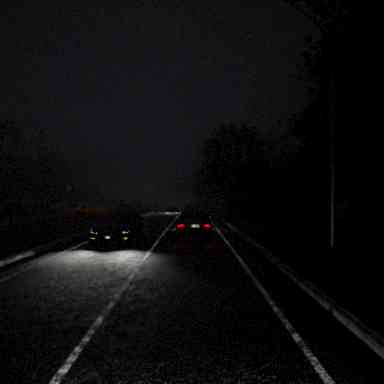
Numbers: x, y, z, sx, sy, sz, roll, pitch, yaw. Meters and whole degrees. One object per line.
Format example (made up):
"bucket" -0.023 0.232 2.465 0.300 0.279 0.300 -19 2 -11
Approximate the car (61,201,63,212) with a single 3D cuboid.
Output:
"car" -23.409 2.584 54.005 5.008 1.535 2.097 0 -2 0

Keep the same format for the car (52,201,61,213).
"car" -23.383 2.359 51.366 4.553 1.767 2.185 0 -2 0

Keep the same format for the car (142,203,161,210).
"car" -10.292 3.797 84.428 4.553 1.767 2.185 0 -3 0

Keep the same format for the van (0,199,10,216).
"van" -23.537 1.759 37.410 4.442 1.987 1.878 0 -2 0

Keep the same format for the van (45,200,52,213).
"van" -23.533 2.155 48.603 4.442 1.987 1.878 0 -2 0

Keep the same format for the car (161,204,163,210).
"car" -10.318 3.773 81.649 5.008 1.535 2.097 0 -3 0

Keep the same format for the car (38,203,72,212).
"car" -23.408 2.693 56.899 5.008 1.535 2.097 0 -2 0

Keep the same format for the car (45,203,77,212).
"car" -23.406 2.798 59.668 4.892 1.521 2.231 0 -2 0

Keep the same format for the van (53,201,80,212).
"van" -23.528 2.676 62.444 4.442 1.987 1.878 0 -2 0

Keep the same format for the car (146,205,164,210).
"car" -10.314 4.370 92.738 4.892 1.521 2.231 0 -3 0

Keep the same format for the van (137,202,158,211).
"van" -10.209 3.250 76.117 4.442 1.987 1.878 0 -3 0

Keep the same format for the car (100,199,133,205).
"car" -10.369 2.042 42.846 4.553 1.767 2.185 0 -2 0

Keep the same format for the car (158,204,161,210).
"car" -10.355 3.075 73.346 5.566 2.045 2.435 0 -3 0

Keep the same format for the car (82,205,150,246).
"car" -3.352 1.586 15.655 1.837 1.490 4.892 0 -1 0

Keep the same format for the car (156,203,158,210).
"car" -10.357 3.238 70.584 4.792 1.488 2.163 0 -3 0

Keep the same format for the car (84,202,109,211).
"car" -23.375 3.523 81.675 5.566 2.045 2.435 0 -3 0

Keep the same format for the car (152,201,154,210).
"car" -10.333 3.039 65.029 4.674 1.452 2.002 0 -2 0

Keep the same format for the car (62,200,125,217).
"car" -10.156 1.898 34.528 5.366 1.575 1.946 0 -2 0

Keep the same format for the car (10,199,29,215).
"car" -23.447 1.825 40.302 5.566 2.045 2.435 0 -2 0

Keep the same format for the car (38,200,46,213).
"car" -23.410 2.278 45.825 4.892 1.521 2.231 0 -2 0

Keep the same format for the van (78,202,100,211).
"van" -23.522 3.258 76.266 4.442 1.987 1.878 0 -3 0

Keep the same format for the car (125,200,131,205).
"car" -10.345 2.070 40.066 5.008 1.535 2.097 0 -2 0

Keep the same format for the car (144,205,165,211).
"car" -10.135 4.217 89.966 5.366 1.575 1.946 0 -3 0

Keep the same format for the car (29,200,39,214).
"car" -23.233 2.171 43.060 5.366 1.575 1.946 0 -2 0

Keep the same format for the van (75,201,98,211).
"van" -23.290 3.102 73.367 4.442 1.987 1.878 0 -3 0

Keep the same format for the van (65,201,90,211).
"van" -23.292 2.884 67.980 4.442 1.987 1.878 0 -2 0

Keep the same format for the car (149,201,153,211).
"car" -10.301 2.924 62.254 4.792 1.488 2.163 0 -2 0

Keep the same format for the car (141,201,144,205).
"car" -10.338 2.517 51.158 4.674 1.452 2.002 0 -2 0

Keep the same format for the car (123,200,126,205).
"car" -10.346 1.983 37.295 4.892 1.521 2.231 0 -2 0

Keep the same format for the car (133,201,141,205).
"car" -10.309 2.018 45.620 5.566 2.045 2.435 0 -2 0

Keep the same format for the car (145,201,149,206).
"car" -10.338 2.686 56.708 5.008 1.535 2.097 0 -2 0

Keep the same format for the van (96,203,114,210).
"van" -23.517 3.994 89.972 4.442 1.987 1.878 0 -3 0

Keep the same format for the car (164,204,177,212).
"car" -3.305 2.826 57.368 1.895 1.301 4.718 0 -2 1

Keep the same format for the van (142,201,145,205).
"van" -10.451 2.356 53.942 4.442 1.987 1.878 0 -2 0

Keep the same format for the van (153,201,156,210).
"van" -10.212 2.878 67.813 4.442 1.987 1.878 0 -2 0

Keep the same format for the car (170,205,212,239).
"car" 0.096 1.657 17.928 2.033 1.411 5.357 0 -1 0
